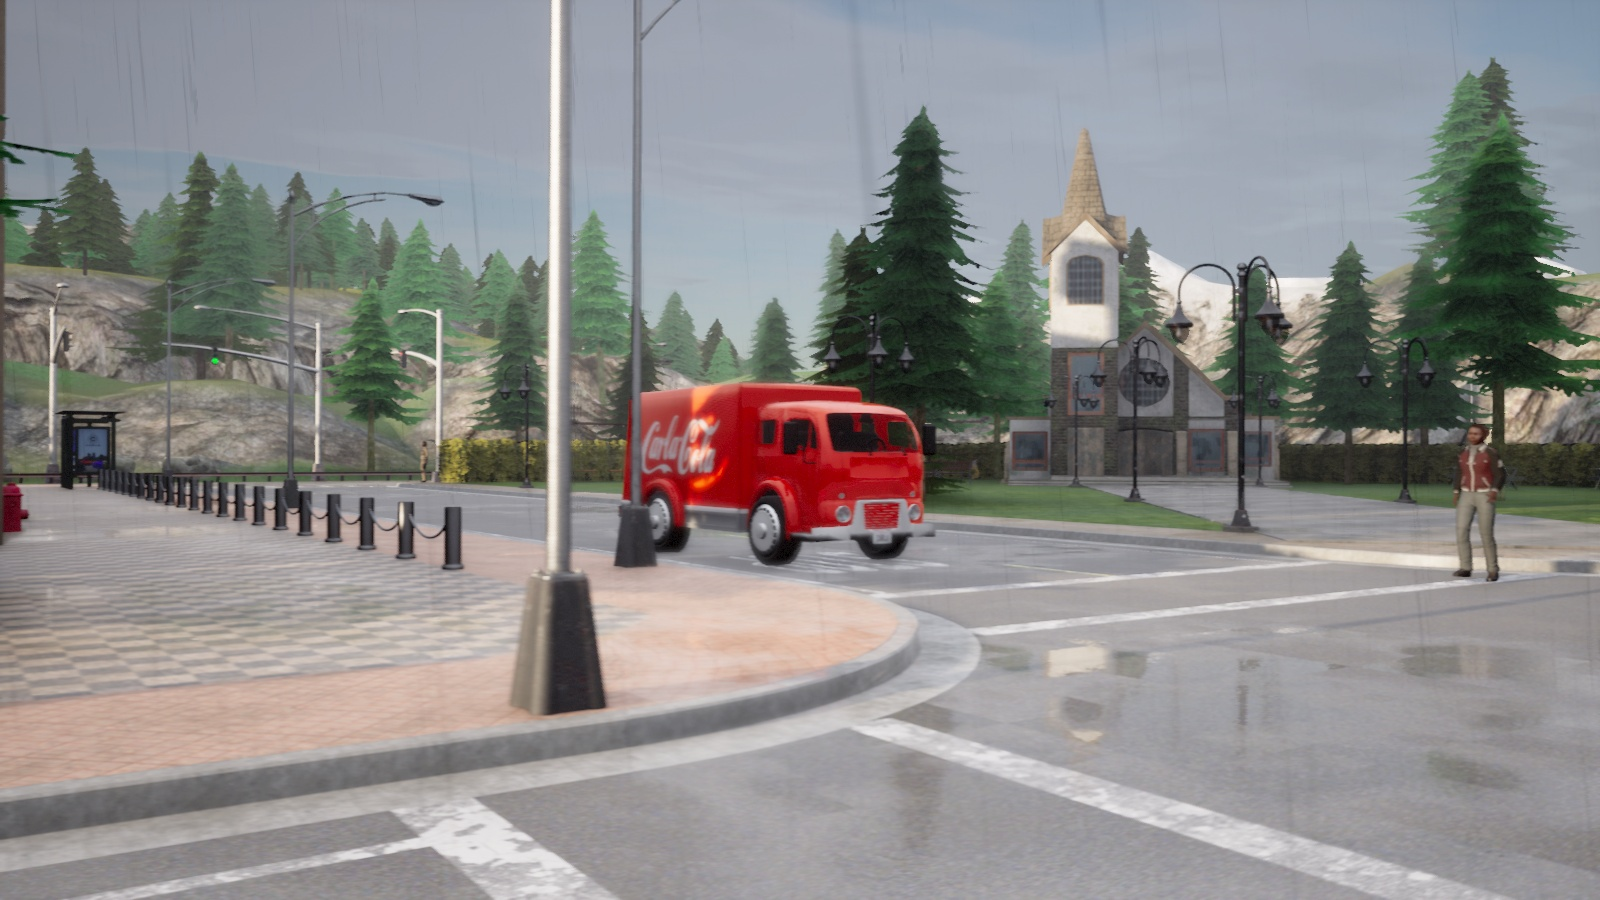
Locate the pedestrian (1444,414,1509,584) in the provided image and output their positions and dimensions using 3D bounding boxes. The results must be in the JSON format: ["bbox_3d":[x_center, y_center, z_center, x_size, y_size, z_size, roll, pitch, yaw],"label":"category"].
[{"bbox_3d":[7.884,0.562,14.638,0.666,1.930,0.402,0,0,-35],"label":"pedestrian"}]

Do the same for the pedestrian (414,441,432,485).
[{"bbox_3d":[-16.620,0.576,55.354,0.692,1.930,0.396,0,0,-22],"label":"pedestrian"}]

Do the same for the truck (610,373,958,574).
[{"bbox_3d":[-0.430,0.301,18.308,2.627,2.467,5.204,0,0,-34],"label":"truck"}]
